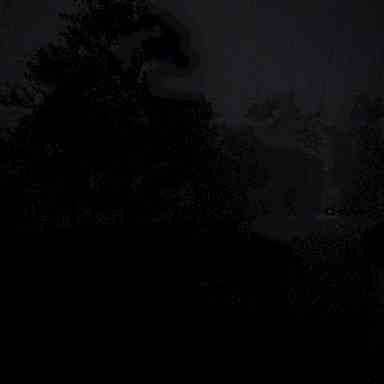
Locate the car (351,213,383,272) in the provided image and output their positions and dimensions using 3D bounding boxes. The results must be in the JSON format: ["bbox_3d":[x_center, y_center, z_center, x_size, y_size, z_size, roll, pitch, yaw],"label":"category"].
[{"bbox_3d":[5.982,1.554,9.042,2.033,1.411,5.357,0,0,16],"label":"car"}]

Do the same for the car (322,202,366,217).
[{"bbox_3d":[14.153,1.582,30.949,4.181,1.385,1.994,0,0,-28],"label":"car"}]
